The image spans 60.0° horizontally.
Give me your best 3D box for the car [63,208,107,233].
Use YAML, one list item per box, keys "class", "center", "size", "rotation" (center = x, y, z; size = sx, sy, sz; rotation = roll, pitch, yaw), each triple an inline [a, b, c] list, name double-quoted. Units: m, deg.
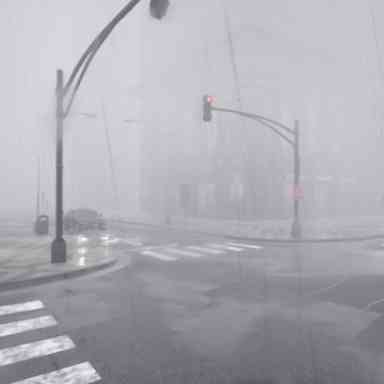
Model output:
- class: "car"
  center: [-7.494, 1.923, 23.035]
  size: [1.837, 1.490, 4.892]
  rotation: [0, -1, -35]
